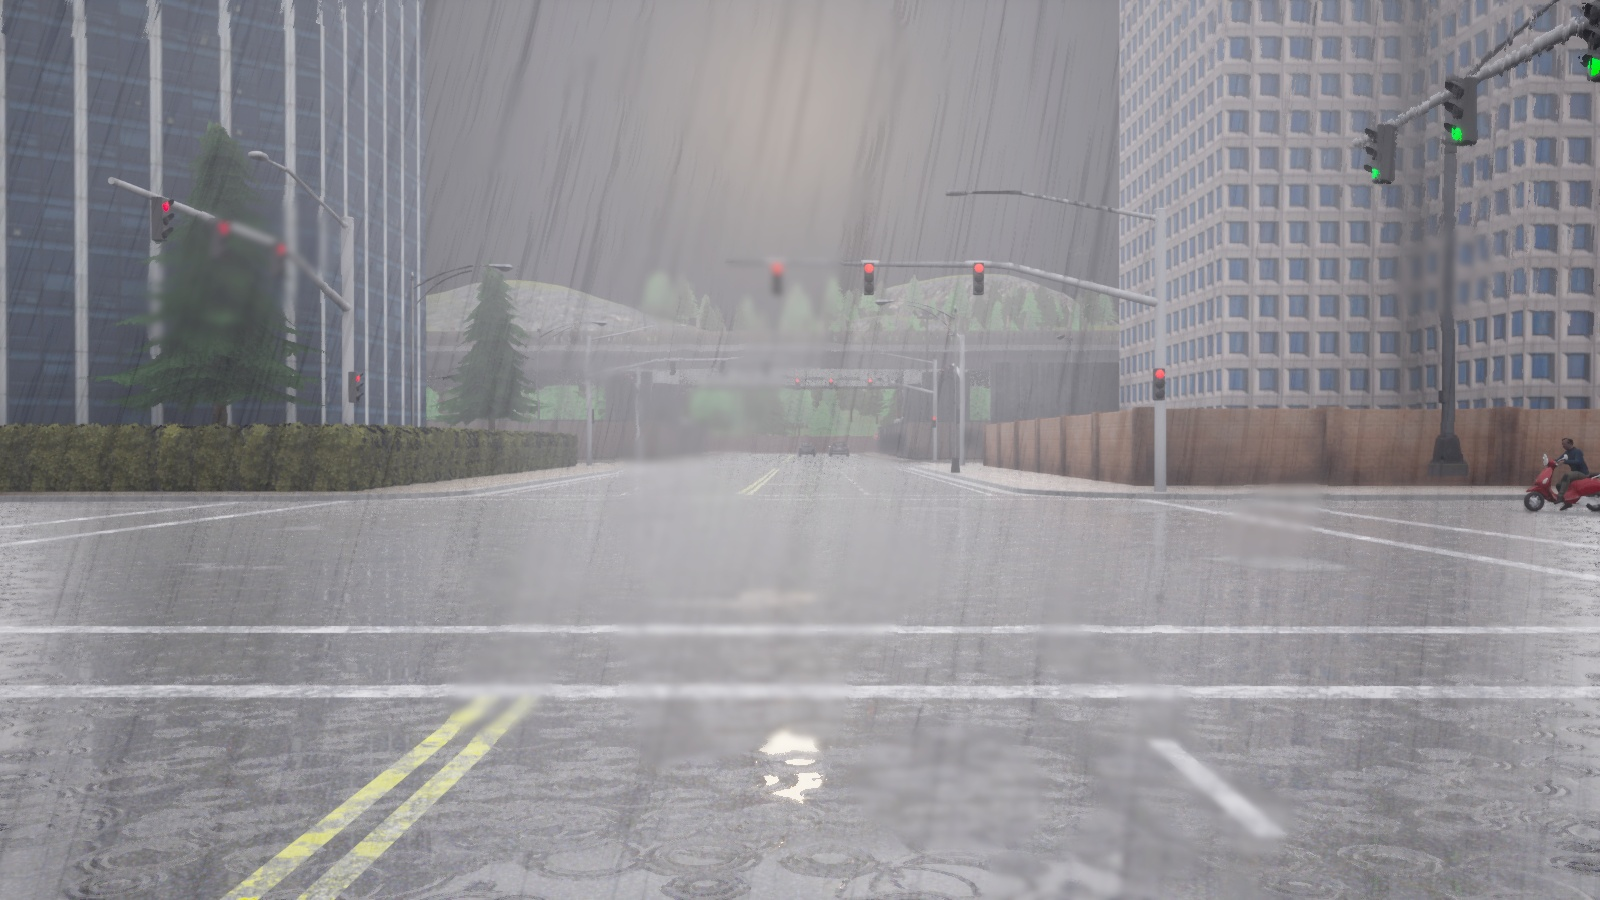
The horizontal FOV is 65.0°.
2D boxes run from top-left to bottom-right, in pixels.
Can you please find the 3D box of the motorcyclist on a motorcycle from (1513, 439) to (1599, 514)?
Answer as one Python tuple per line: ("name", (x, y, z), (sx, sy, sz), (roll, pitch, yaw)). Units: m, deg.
("motorcyclist on a motorcycle", (16.569, 0.560, 27.136), (1.817, 1.590, 0.866), (0, 0, 1))
